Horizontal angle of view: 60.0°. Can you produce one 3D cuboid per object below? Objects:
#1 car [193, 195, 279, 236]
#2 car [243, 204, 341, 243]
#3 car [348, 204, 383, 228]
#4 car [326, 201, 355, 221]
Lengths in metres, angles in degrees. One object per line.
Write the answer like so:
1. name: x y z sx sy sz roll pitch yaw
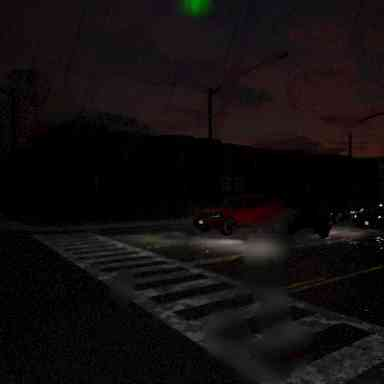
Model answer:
1. car: 2.733 1.197 18.817 5.566 2.045 2.150 0 0 -35
2. car: 4.934 1.501 16.083 4.674 1.442 1.812 0 0 -36
3. car: 12.351 1.559 21.363 4.718 1.301 1.895 0 0 -35
4. car: 10.726 1.462 24.504 4.892 1.490 1.837 0 0 -35
